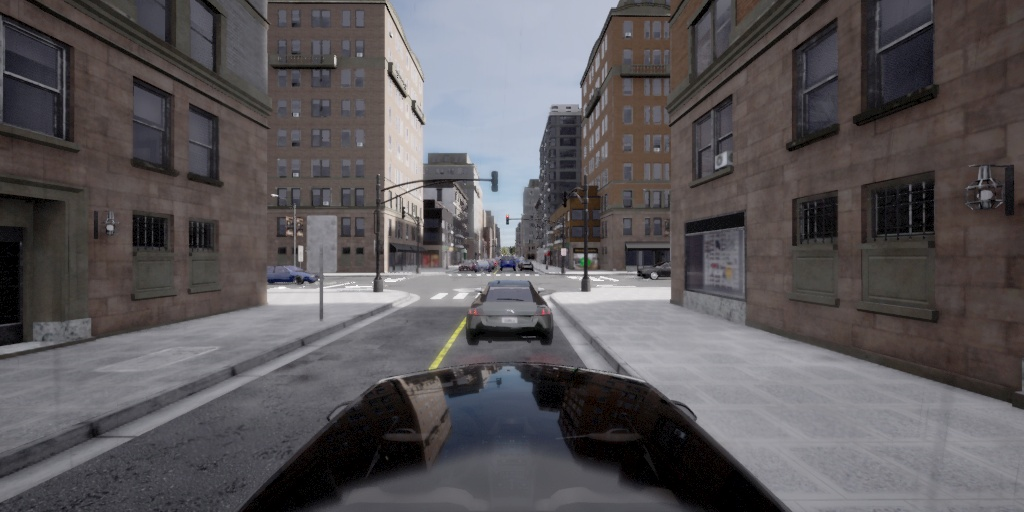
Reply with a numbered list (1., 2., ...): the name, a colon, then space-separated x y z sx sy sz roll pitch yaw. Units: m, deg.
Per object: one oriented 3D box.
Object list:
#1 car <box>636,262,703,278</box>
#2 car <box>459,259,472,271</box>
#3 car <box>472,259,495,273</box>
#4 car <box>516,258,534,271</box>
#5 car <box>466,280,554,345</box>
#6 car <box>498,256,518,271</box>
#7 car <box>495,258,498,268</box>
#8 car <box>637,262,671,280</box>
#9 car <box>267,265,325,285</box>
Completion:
1. car: 14.502 1.243 33.202 5.357 1.411 2.033 0 0 -1
2. car: -6.064 1.230 48.519 1.967 1.591 4.097 0 0 0
3. car: -3.518 1.310 44.564 1.812 1.442 4.674 0 0 1
4. car: 1.961 1.356 48.574 1.948 1.339 4.313 0 0 0
5. car: -0.059 1.314 9.505 1.994 1.385 4.181 0 0 0
6. car: -0.589 1.017 51.857 2.150 2.045 5.566 0 0 -1
7. car: -3.557 1.348 54.243 2.033 1.411 5.357 0 0 0
8. car: 12.974 1.201 29.931 4.892 1.490 1.837 0 0 -1
9. car: -16.704 1.354 26.126 5.357 1.411 2.033 0 0 -1
